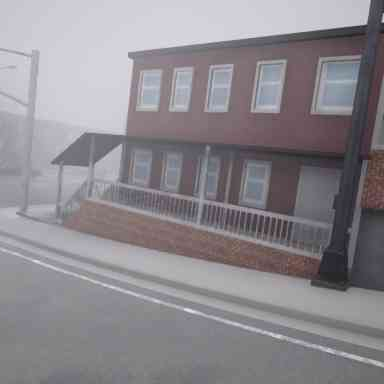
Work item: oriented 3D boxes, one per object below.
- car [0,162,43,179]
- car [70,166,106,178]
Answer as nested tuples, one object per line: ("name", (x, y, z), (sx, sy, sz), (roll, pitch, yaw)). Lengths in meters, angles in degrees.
("car", (-17.449, -2.147, 32.498), (2.033, 1.411, 5.357), (11, 6, 37))
("car", (-13.569, -2.727, 43.782), (2.128, 1.511, 4.902), (11, 6, 35))
